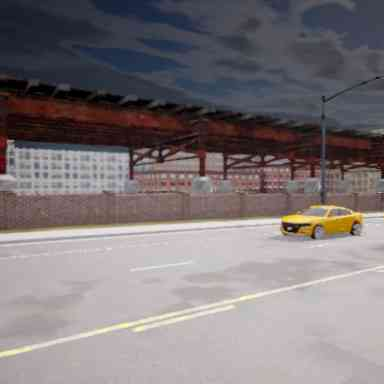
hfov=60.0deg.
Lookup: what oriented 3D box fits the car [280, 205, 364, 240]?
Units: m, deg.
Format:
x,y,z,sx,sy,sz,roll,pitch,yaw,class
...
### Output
x,y,z,sx,sy,sz,roll,pitch,yaw,class
6.609,1.435,16.787,5.008,1.535,1.882,0,1,-33,car
